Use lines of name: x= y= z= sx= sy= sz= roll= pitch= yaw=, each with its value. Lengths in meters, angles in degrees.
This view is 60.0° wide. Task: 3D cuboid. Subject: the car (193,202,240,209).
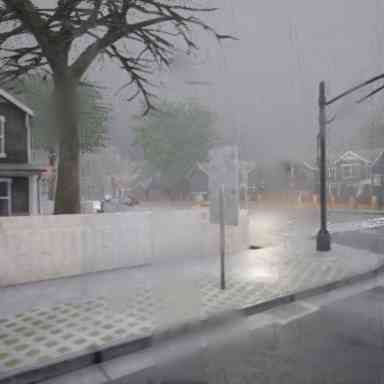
car: x=2.013 y=1.466 z=25.843 sx=1.882 sy=1.535 sz=5.008 roll=-1 pitch=1 yaw=-36

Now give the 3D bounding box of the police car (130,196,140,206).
police car: x=-8.983 y=1.439 z=46.890 sx=1.930 sy=1.638 sz=5.238 roll=-1 pitch=0 yaw=-36

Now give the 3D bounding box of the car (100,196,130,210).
car: x=-10.205 y=1.537 z=42.874 sx=1.882 sy=1.535 sz=5.008 roll=-1 pitch=0 yaw=-36
